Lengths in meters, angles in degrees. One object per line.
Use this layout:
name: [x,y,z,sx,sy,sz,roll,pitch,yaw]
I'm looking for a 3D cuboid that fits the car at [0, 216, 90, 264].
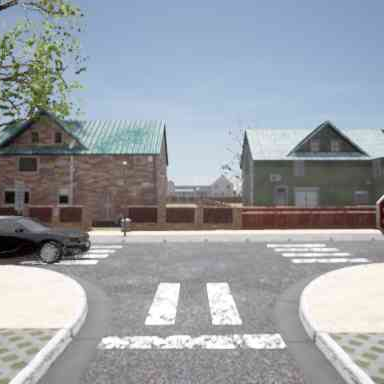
car: [-6.093,1.566,11.441,5.008,1.535,1.882,-1,-2,1]
